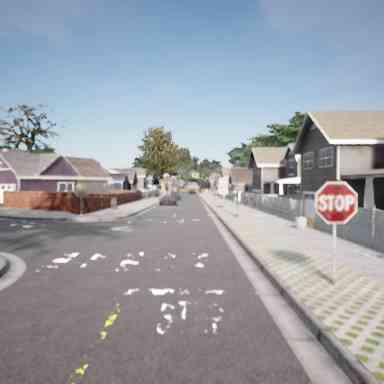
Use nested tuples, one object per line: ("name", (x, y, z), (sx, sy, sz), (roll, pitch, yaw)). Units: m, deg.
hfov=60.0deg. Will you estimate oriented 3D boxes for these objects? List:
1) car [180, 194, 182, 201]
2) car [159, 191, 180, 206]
("car", (-2.756, 0.685, 56.398), (1.837, 1.490, 4.892), (0, 0, 1))
("car", (-2.799, 0.964, 39.830), (1.994, 1.385, 4.181), (0, 1, 0))
